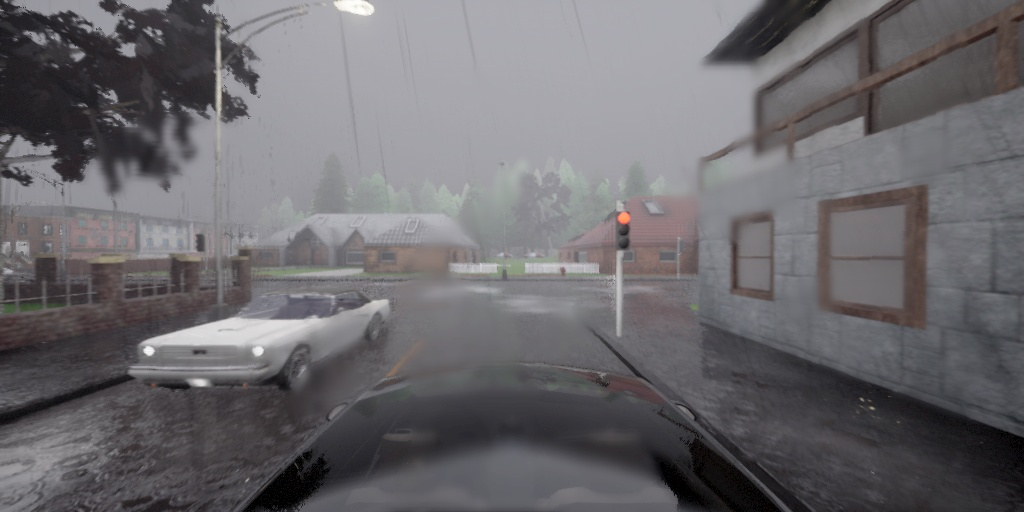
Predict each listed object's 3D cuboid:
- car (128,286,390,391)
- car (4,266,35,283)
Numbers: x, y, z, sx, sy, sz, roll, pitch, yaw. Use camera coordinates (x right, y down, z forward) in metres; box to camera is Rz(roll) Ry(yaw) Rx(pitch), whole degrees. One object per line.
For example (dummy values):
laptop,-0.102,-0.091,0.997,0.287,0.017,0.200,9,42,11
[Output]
car,-4.019,1.308,6.831,1.895,1.301,4.718,0,0,0
car,-29.453,1.123,19.907,4.674,1.442,1.812,0,0,0
